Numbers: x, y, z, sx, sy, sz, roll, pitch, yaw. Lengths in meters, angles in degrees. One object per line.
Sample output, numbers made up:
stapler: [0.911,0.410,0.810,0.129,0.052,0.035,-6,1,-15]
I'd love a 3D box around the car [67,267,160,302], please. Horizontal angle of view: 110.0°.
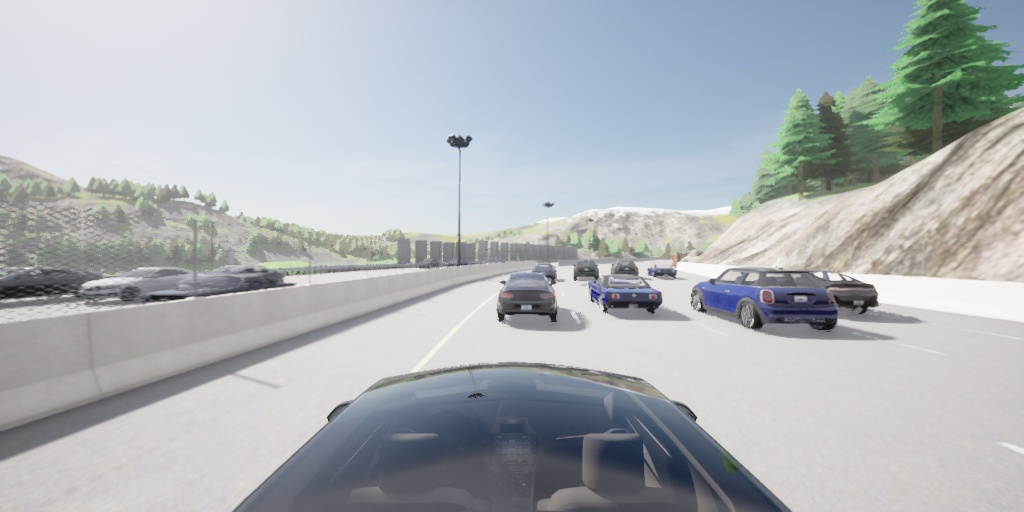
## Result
car: [-16.843,1.234,16.796,1.812,1.442,4.674,0,0,5]

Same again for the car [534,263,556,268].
car: [2.799,1.320,30.842,1.994,1.385,4.181,0,0,10]

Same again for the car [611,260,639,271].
car: [10.331,1.127,33.110,2.097,1.767,4.553,0,0,11]

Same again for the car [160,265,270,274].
car: [-13.286,1.209,17.280,2.128,1.511,4.902,0,0,5]

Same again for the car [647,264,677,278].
car: [13.992,1.385,33.723,1.895,1.301,4.718,0,0,12]

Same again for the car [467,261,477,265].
car: [-5.037,1.337,58.221,1.895,1.301,4.718,0,0,18]

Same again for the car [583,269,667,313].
car: [4.159,1.361,14.014,1.895,1.301,4.718,0,0,4]

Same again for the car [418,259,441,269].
car: [-12.939,1.221,56.285,1.837,1.490,4.892,0,0,17]

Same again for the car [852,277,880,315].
car: [11.181,1.269,13.792,2.128,1.511,4.902,0,0,4]

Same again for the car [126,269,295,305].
car: [-10.150,1.326,12.814,1.895,1.301,4.718,0,0,4]

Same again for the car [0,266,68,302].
car: [-20.486,1.191,15.095,2.128,1.511,4.902,0,0,5]

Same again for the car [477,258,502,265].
car: [-2.942,1.095,53.116,2.097,1.767,4.553,0,0,17]

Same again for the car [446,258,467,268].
car: [-8.813,1.079,57.841,2.097,1.767,4.553,0,0,18]

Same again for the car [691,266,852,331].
car: [7.511,1.120,11.292,2.097,1.767,4.553,0,0,3]

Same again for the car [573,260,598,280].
car: [6.469,1.117,31.479,2.097,1.767,4.553,0,0,10]

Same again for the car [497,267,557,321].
car: [0.547,1.277,12.338,1.812,1.442,4.674,0,0,4]
